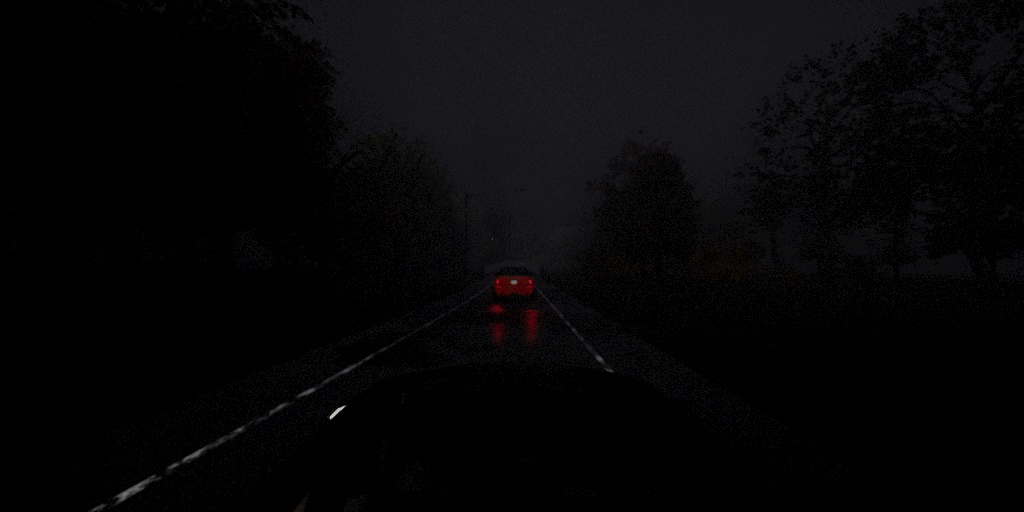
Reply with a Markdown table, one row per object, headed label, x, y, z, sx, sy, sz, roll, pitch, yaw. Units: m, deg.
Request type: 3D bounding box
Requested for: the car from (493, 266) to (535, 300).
| label | x | y | z | sx | sy | sz | roll | pitch | yaw |
| --- | --- | --- | --- | --- | --- | --- | --- | --- | --- |
| car | 0.106 | 1.310 | 19.410 | 2.097 | 1.767 | 4.553 | 0 | -1 | 0 |
